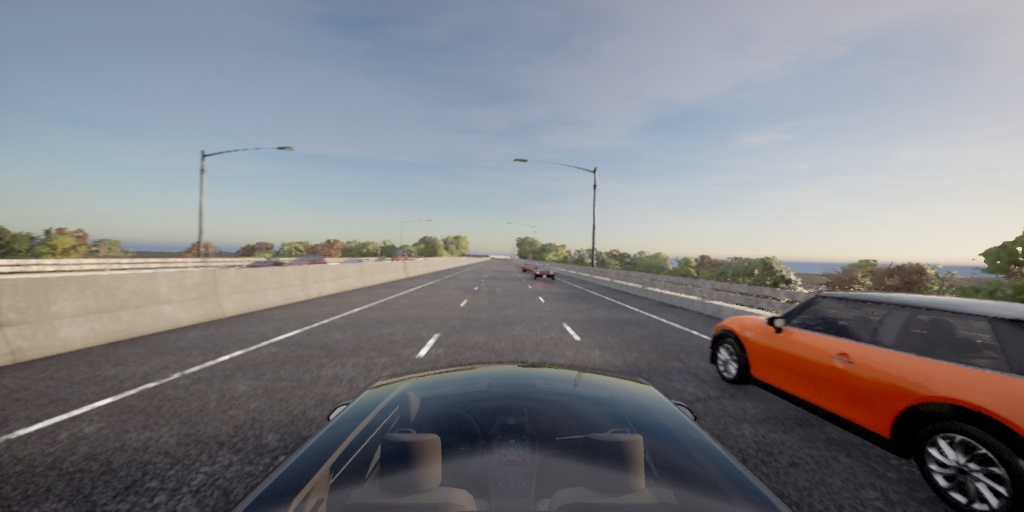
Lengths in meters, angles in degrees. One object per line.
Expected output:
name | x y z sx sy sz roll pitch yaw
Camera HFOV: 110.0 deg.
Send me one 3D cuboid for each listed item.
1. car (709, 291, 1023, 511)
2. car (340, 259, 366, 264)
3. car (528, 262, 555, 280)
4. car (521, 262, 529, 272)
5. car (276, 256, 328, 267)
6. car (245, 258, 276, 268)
car | 4.578 1.219 4.490 2.097 1.767 4.553 1 0 -2
car | -14.832 1.008 33.526 1.812 1.442 4.674 1 0 -1
car | 2.814 1.506 33.272 1.895 1.301 4.718 1 0 -1
car | 2.364 1.502 49.158 1.994 1.385 4.181 1 0 -1
car | -18.296 0.748 32.006 2.097 1.767 4.553 1 0 -1
car | -21.804 0.876 32.203 1.994 1.385 4.181 1 0 -1
